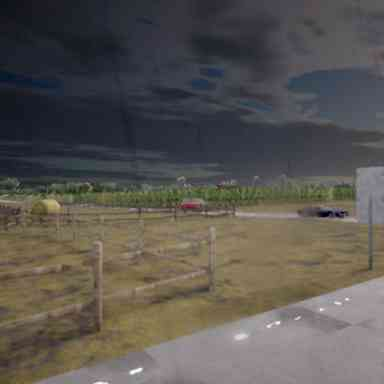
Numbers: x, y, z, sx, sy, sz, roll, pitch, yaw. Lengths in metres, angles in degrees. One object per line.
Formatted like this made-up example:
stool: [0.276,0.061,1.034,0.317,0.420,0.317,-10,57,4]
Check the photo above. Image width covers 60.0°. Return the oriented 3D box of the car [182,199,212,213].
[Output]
car: [0.633,1.988,49.301,2.150,2.045,5.566,0,-1,-36]

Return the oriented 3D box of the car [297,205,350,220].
car: [12.769,1.967,32.448,1.895,1.301,4.718,0,-1,-36]
